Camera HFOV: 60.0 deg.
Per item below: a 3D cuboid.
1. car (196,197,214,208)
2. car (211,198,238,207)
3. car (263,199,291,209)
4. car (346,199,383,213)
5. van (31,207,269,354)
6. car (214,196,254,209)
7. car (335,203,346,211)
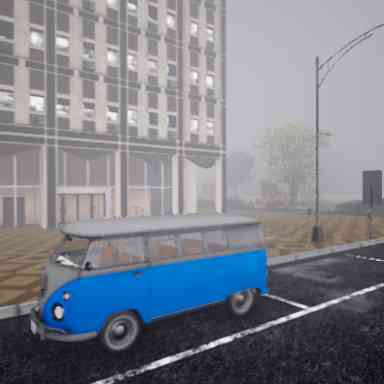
[{"bbox_3d":[2.373,1.749,46.655,1.947,1.339,4.313,-1,0,-36],"label":"car"},{"bbox_3d":[5.450,1.766,55.919,2.008,1.369,4.403,-1,0,-36],"label":"car"},{"bbox_3d":[12.029,1.663,47.002,1.802,1.307,4.206,-1,0,-36],"label":"car"},{"bbox_3d":[18.635,1.406,33.376,2.128,1.511,4.902,0,0,-36],"label":"car"},{"bbox_3d":[-0.471,1.318,5.793,3.998,1.788,1.690,-1,1,-35],"label":"van"},{"bbox_3d":[5.586,1.432,42.138,2.192,1.841,5.009,-1,0,-36],"label":"car"},{"bbox_3d":[18.565,1.530,38.050,1.802,1.307,4.206,-1,0,-36],"label":"car"}]
